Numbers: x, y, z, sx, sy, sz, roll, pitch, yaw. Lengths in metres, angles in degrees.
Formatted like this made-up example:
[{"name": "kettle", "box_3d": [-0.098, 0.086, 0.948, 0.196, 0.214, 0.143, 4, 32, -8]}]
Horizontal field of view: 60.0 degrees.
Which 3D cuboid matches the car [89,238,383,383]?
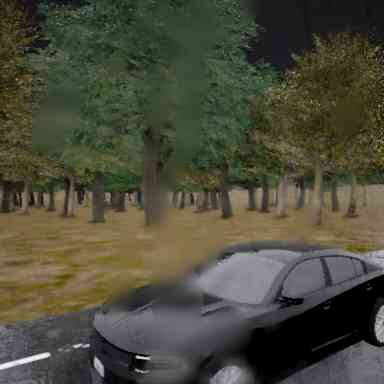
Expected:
[{"name": "car", "box_3d": [1.104, 1.493, 4.794, 5.008, 1.535, 1.882, 0, 0, -35]}]
